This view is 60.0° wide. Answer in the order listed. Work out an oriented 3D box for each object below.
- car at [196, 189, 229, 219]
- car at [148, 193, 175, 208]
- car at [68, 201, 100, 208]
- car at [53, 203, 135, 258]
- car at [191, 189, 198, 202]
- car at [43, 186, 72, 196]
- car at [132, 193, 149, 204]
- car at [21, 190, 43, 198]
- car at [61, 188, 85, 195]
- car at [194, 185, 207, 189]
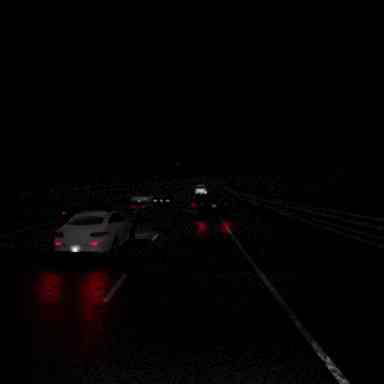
[{"bbox_3d":[1.498,0.902,24.312,2.097,1.767,4.553,0,1,1],"label":"car"},{"bbox_3d":[-2.889,0.859,34.804,2.033,1.411,5.357,0,1,2],"label":"car"},{"bbox_3d":[-6.705,1.213,21.464,1.895,1.301,4.718,0,1,1],"label":"car"},{"bbox_3d":[-3.324,1.353,11.866,1.812,1.442,4.674,0,1,1],"label":"car"},{"bbox_3d":[0.965,0.630,45.805,1.895,1.301,4.718,0,2,3],"label":"car"},{"bbox_3d":[-19.915,0.097,50.732,2.150,2.045,5.566,0,2,3],"label":"car"},{"bbox_3d":[-6.154,0.749,41.626,1.895,1.301,4.718,0,2,2],"label":"car"},{"bbox_3d":[-23.466,0.405,49.582,2.128,1.511,4.902,0,2,3],"label":"car"},{"bbox_3d":[-16.555,0.569,47.835,1.895,1.301,4.718,0,2,3],"label":"car"},{"bbox_3d":[1.617,-0.272,60.784,2.150,2.045,5.566,0,2,3],"label":"car"}]
